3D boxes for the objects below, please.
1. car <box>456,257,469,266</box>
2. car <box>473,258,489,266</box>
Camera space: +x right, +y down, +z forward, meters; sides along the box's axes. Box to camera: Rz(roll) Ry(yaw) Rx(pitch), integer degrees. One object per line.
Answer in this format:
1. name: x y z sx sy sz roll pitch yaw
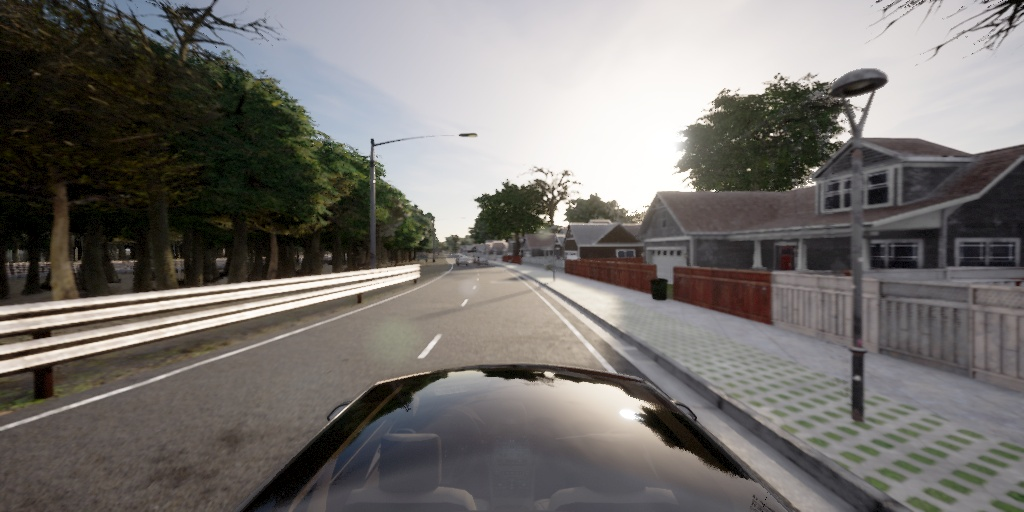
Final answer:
1. car: -8.659 1.036 63.237 2.033 1.411 5.357 0 1 -10
2. car: -5.223 1.020 63.919 2.033 1.411 5.357 0 1 -10
